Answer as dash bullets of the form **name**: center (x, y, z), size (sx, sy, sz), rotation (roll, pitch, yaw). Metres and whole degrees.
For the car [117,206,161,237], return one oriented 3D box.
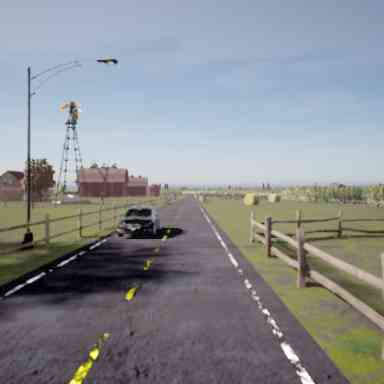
- **car**: center (-2.803, 1.565, 18.363), size (1.837, 1.490, 4.892), rotation (0, -1, 0)
